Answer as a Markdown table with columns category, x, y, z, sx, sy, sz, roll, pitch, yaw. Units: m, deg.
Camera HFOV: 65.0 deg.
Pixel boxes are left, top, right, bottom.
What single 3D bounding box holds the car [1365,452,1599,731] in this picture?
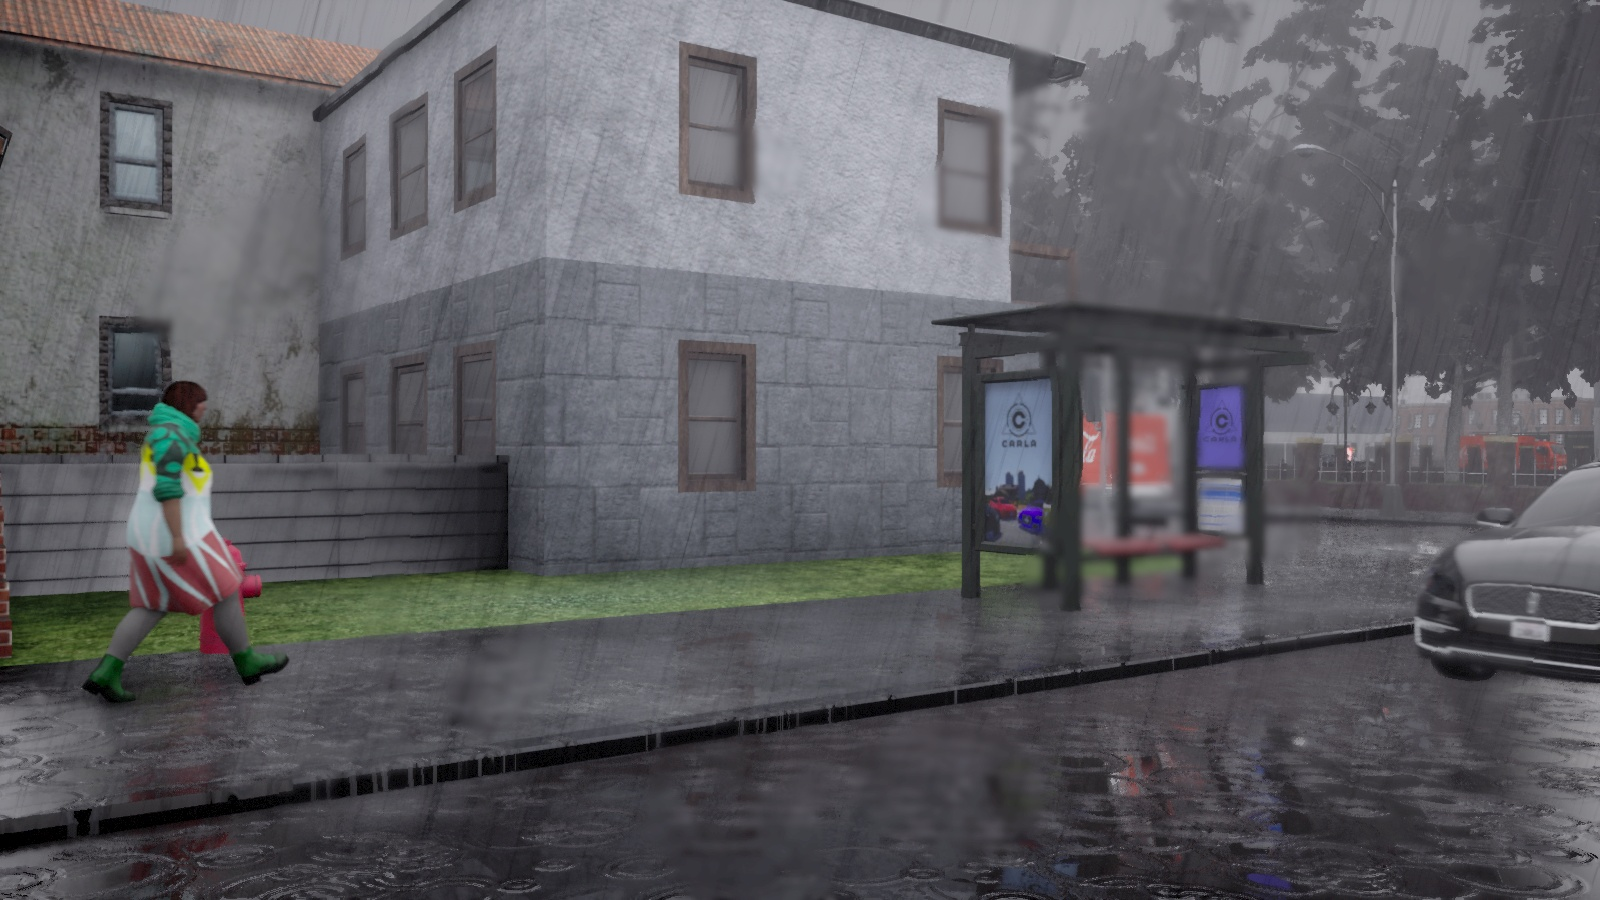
| category | x | y | z | sx | sy | sz | roll | pitch | yaw |
| --- | --- | --- | --- | --- | --- | --- | --- | --- | --- |
| car | 6.013 | 0.758 | 8.475 | 4.892 | 1.490 | 1.837 | 0 | 0 | -36 |

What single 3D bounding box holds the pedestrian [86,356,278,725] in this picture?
| category | x | y | z | sx | sy | sz | roll | pitch | yaw |
| --- | --- | --- | --- | --- | --- | --- | --- | --- | --- |
| pedestrian | -3.530 | 0.479 | 7.167 | 0.873 | 1.952 | 0.659 | 0 | 0 | -37 |

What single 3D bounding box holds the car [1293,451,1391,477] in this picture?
| category | x | y | z | sx | sy | sz | roll | pitch | yaw |
| --- | --- | --- | --- | --- | --- | --- | --- | --- | --- |
| car | 32.083 | 0.815 | 74.473 | 2.128 | 1.511 | 4.902 | 0 | 0 | -35 |

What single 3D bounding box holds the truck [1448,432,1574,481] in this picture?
| category | x | y | z | sx | sy | sz | roll | pitch | yaw |
| --- | --- | --- | --- | --- | --- | --- | --- | --- | --- |
| truck | 37.659 | 0.341 | 66.607 | 2.627 | 2.467 | 5.204 | 0 | 0 | -35 |
